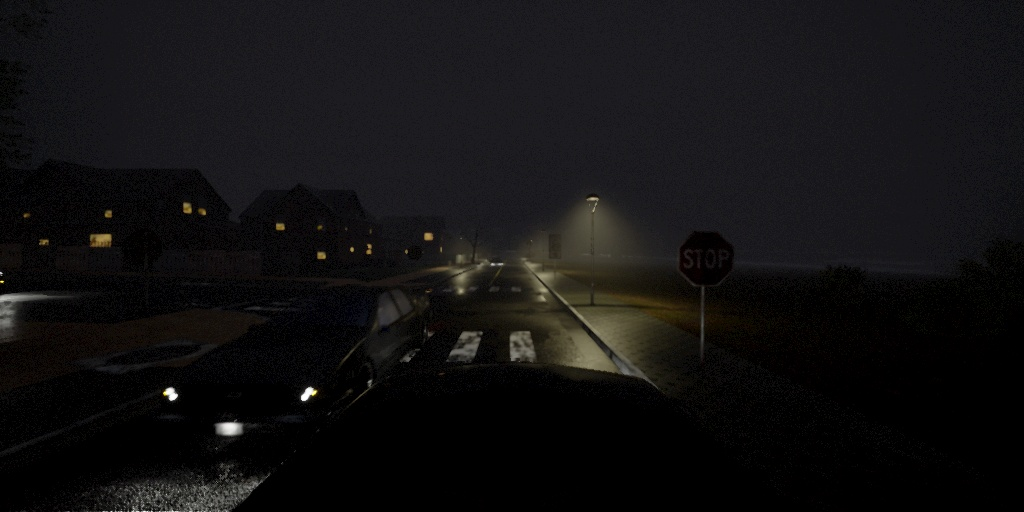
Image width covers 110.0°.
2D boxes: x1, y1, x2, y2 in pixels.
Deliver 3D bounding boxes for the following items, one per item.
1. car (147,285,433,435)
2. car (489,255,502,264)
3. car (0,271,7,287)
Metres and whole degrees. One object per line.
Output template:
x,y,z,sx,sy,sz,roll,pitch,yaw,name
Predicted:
-2.734,1.245,6.129,2.033,1.411,5.357,0,1,0,car
-2.626,0.578,59.105,1.994,1.385,4.181,0,1,0,car
-20.486,0.544,12.211,4.892,1.490,1.837,2,1,1,car
